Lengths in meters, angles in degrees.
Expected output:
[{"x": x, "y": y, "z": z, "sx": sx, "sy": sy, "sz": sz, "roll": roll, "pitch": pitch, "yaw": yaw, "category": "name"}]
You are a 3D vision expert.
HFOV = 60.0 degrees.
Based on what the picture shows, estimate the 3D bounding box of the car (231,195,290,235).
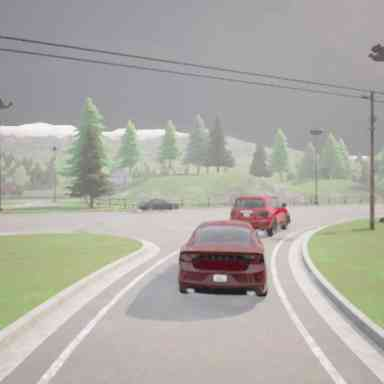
[{"x": 3.883, "y": 1.199, "z": 18.547, "sx": 2.150, "sy": 2.045, "sz": 5.566, "roll": 0, "pitch": 0, "yaw": 27, "category": "car"}]

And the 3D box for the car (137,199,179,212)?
[{"x": -3.757, "y": 1.477, "z": 37.046, "sx": 4.674, "sy": 1.442, "sz": 1.812, "roll": 0, "pitch": 0, "yaw": -25, "category": "car"}]

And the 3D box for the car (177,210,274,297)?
[{"x": 0.879, "y": 1.466, "z": 8.699, "sx": 1.882, "sy": 1.535, "sz": 5.008, "roll": 0, "pitch": 0, "yaw": 8, "category": "car"}]
